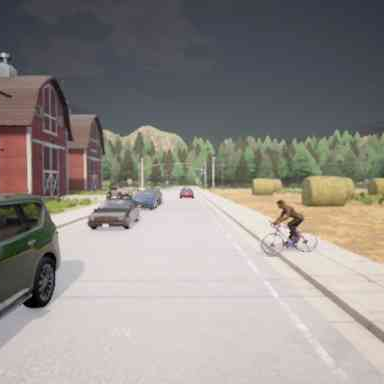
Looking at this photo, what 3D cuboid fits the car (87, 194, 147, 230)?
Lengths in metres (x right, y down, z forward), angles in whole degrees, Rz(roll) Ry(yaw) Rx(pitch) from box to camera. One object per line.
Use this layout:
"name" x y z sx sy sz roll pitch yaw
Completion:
"car" -3.885 1.033 17.469 2.033 1.411 5.357 0 2 -1

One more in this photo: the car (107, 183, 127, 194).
"car" -8.356 0.004 38.876 1.905 1.878 3.866 6 -1 -44

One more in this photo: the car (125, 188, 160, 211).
"car" -3.979 0.668 27.541 1.882 1.535 5.008 0 2 -1

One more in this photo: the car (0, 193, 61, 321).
"car" -3.648 1.095 4.447 2.150 2.045 5.566 0 2 -1

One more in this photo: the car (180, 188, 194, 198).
"car" -0.736 0.150 47.094 1.994 1.385 4.181 0 1 -1

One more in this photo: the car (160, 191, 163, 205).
"car" -4.096 0.359 33.764 2.097 1.767 4.553 0 2 -1

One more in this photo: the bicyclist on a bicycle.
"bicyclist on a bicycle" 2.793 1.029 9.668 1.656 1.620 0.582 -5 2 -1
